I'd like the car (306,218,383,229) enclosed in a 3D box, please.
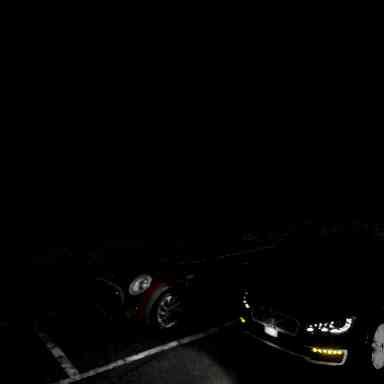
[{"bbox_3d":[4.389,1.520,10.148,4.403,1.369,2.008,-1,0,-38],"label":"car"}]

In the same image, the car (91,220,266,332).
[{"bbox_3d":[0.065,1.457,6.817,4.097,1.590,1.967,-1,0,-38],"label":"car"}]

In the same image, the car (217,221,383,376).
[{"bbox_3d":[2.912,1.484,5.647,4.892,1.490,1.837,0,0,-38],"label":"car"}]
